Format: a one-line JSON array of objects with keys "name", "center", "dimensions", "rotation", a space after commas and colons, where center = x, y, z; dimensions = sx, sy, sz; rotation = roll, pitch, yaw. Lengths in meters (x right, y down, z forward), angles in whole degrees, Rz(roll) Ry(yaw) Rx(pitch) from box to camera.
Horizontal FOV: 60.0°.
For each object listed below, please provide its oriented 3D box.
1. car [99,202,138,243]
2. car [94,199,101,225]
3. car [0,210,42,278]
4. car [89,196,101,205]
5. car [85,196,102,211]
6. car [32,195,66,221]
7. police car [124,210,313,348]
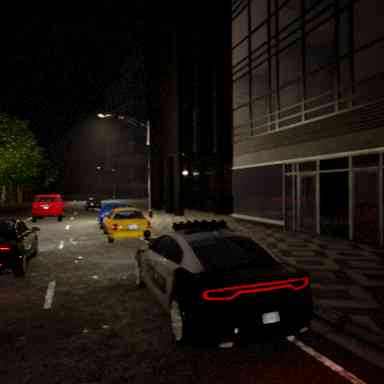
[{"name": "car", "center": [-3.242, 1.407, 15.985], "dimensions": [1.801, 1.575, 5.366], "rotation": [-1, 0, -19]}, {"name": "car", "center": [-5.082, 1.431, 21.418], "dimensions": [1.882, 1.535, 5.008], "rotation": [-1, 0, -18]}, {"name": "car", "center": [-5.779, 1.537, 9.877], "dimensions": [1.837, 1.490, 4.892], "rotation": [-1, 0, -20]}, {"name": "car", "center": [-16.878, 1.471, 58.206], "dimensions": [1.837, 1.490, 4.892], "rotation": [-1, 0, -14]}, {"name": "car", "center": [-12.250, 1.520, 41.136], "dimensions": [2.033, 1.411, 5.357], "rotation": [-1, 0, -15]}, {"name": "car", "center": [-11.566, 1.256, 27.063], "dimensions": [2.150, 2.045, 5.566], "rotation": [-1, 0, -18]}, {"name": "police car", "center": [0.098, 1.375, 6.608], "dimensions": [1.930, 1.638, 5.238], "rotation": [-1, 0, -20]}]
